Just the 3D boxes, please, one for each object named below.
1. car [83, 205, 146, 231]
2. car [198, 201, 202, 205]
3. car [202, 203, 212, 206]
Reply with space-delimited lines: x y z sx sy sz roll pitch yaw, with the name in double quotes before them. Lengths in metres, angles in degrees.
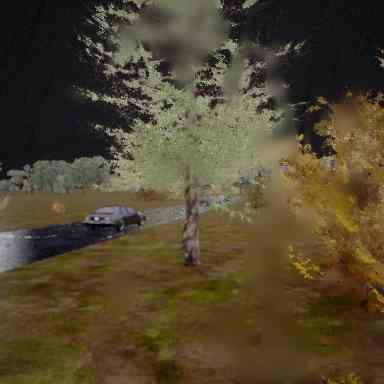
"car" -4.580 1.510 20.524 2.033 1.411 5.357 0 0 14
"car" 0.963 1.476 55.383 1.895 1.301 4.718 0 0 14
"car" 3.556 1.379 53.210 2.128 1.511 4.902 0 0 14
